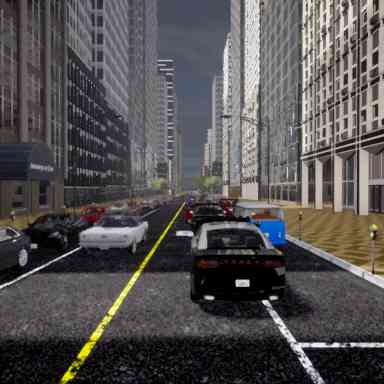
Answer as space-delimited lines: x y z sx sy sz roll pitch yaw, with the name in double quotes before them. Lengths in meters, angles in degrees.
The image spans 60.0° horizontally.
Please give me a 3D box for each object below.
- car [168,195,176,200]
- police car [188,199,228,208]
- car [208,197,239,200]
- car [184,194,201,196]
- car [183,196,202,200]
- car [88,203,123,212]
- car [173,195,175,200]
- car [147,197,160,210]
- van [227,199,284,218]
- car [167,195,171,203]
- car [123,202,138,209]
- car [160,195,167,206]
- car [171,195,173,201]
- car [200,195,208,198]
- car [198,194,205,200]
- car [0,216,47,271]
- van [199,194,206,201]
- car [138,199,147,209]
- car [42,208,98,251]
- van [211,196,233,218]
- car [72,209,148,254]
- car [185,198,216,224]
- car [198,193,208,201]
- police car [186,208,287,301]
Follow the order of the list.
"car" -5.654 1.540 93.630 1.947 1.339 4.313 -1 0 0
"police car" 0.908 1.421 18.512 1.930 1.638 5.238 0 0 0
"car" 2.692 1.309 25.422 2.192 1.841 5.009 -1 0 0
"car" 0.028 1.337 59.385 2.097 1.767 4.553 0 0 0
"car" 0.037 1.590 45.984 1.895 1.301 4.718 0 0 1
"car" -5.689 1.540 19.742 1.887 1.381 4.507 -1 0 0
"car" -5.659 1.504 82.093 1.752 1.417 4.829 -1 0 0
"car" -5.679 1.541 42.477 2.008 1.369 4.403 -1 0 0
"van" 2.686 1.338 14.055 1.690 1.788 3.998 -1 0 0
"car" -5.667 1.566 65.211 1.802 1.307 4.206 -1 0 0
"car" -5.687 1.545 25.426 2.008 1.369 4.403 -1 0 0
"car" -5.673 1.538 53.844 2.008 1.369 4.403 -1 0 0
"car" -5.666 1.422 70.895 1.967 1.590 4.097 -1 0 0
"car" 2.708 1.538 53.840 2.008 1.369 4.403 -1 0 0
"car" 2.726 1.414 93.626 1.967 1.590 4.097 -1 0 0
"car" -5.695 1.549 8.375 2.008 1.369 4.403 -1 0 0
"van" 2.722 1.317 87.942 1.690 1.788 3.998 -1 0 0
"car" -5.684 1.575 31.110 1.802 1.307 4.206 -1 0 0
"car" -5.692 1.563 14.059 1.947 1.339 4.313 -1 0 0
"van" 2.695 1.334 31.106 1.690 1.788 3.998 -1 0 0
"car" -2.992 1.598 13.554 1.895 1.301 4.718 0 0 0
"car" 0.654 1.472 24.501 1.882 1.535 5.008 0 0 7
"car" 2.719 1.293 82.259 2.192 1.841 5.009 -1 0 0
"police car" 0.903 1.423 8.511 1.930 1.638 5.238 0 0 0
